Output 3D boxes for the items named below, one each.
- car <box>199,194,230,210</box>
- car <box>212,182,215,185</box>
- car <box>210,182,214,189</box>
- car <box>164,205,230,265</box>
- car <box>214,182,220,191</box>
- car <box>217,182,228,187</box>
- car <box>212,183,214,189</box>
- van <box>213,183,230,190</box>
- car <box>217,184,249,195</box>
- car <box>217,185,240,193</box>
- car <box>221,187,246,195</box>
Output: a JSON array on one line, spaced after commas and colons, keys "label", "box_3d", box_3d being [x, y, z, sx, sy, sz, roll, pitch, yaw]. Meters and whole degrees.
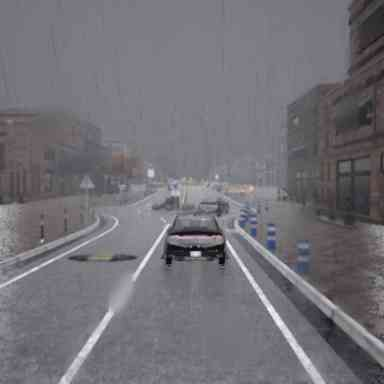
[{"label": "car", "box_3d": [1.921, 1.192, 27.670, 2.128, 1.511, 4.902, 0, 1, 18]}, {"label": "car", "box_3d": [8.010, -1.006, 82.527, 4.892, 1.521, 2.231, 0, 2, -1]}, {"label": "car", "box_3d": [7.946, -1.219, 88.034, 5.008, 1.535, 2.097, 0, 2, -1]}, {"label": "car", "box_3d": [0.103, 1.436, 11.465, 2.128, 1.511, 4.902, 0, 1, 0]}, {"label": "car", "box_3d": [8.157, -0.789, 71.502, 5.566, 2.045, 2.435, 0, 3, -1]}, {"label": "car", "box_3d": [8.128, -0.538, 68.755, 4.553, 1.767, 2.185, 0, 3, -1]}, {"label": "car", "box_3d": [8.040, -0.894, 79.773, 4.892, 1.521, 2.231, 0, 2, -1]}, {"label": "van", "box_3d": [8.026, -1.542, 90.660, 4.442, 1.987, 1.878, 0, 2, -1]}, {"label": "car", "box_3d": [8.036, -0.152, 63.252, 5.366, 1.575, 1.946, 0, 3, -1]}, {"label": "car", "box_3d": [8.102, -0.661, 74.266, 5.008, 1.535, 2.097, 0, 3, -1]}, {"label": "car", "box_3d": [8.194, -0.242, 66.011, 4.674, 1.452, 2.002, 0, 3, -1]}]
